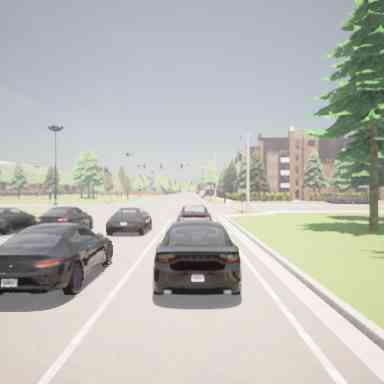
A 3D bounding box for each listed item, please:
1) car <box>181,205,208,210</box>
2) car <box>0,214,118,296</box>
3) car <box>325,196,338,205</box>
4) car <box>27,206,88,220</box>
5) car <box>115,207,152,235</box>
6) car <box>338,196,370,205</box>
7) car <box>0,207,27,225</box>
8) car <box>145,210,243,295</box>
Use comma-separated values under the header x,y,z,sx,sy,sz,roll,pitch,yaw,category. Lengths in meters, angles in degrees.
x,y,z,sx,sy,sz,roll,pitch,yaw,category
0.125,1.463,18.082,2.128,1.511,4.902,0,0,0,car
-3.389,1.512,8.489,1.812,1.442,4.674,0,0,0,car
26.273,1.459,57.068,5.357,1.411,2.033,0,0,0,car
-6.876,1.497,18.231,1.812,1.442,4.674,0,0,0,car
-3.375,1.535,18.417,1.994,1.385,4.181,0,0,0,car
26.422,1.481,53.579,4.181,1.385,1.994,0,0,0,car
-10.374,1.535,18.540,1.994,1.385,4.181,0,0,0,car
0.112,1.464,8.715,1.882,1.535,5.008,0,0,0,car
